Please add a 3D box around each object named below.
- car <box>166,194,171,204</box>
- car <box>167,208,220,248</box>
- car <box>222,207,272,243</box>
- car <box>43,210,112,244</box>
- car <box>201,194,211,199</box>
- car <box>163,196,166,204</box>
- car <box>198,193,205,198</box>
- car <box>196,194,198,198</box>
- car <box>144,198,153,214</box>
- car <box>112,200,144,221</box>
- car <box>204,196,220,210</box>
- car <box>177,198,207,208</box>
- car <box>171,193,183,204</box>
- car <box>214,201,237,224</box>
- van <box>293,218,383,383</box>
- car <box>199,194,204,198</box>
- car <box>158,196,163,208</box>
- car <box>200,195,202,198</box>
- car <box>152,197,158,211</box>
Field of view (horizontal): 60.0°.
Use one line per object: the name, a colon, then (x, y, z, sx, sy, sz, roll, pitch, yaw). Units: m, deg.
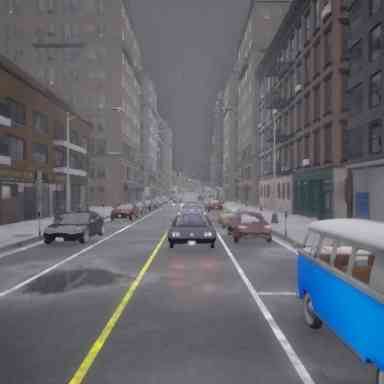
car: (-5.388, 1.430, 61.176, 1.967, 1.590, 4.097, 0, 0, 0)
car: (0.000, 1.614, 14.680, 1.895, 1.301, 4.718, 0, 0, 0)
car: (2.637, 1.578, 15.718, 1.802, 1.307, 4.206, 0, 0, 0)
car: (-5.388, 1.562, 15.717, 1.947, 1.339, 4.313, 0, 0, 0)
car: (2.637, 1.434, 44.130, 1.967, 1.590, 4.097, 0, 0, 0)
car: (-5.388, 1.432, 49.811, 1.967, 1.590, 4.097, 0, 0, 0)
car: (2.637, 1.305, 61.176, 2.192, 1.841, 5.009, 0, 0, 0)
car: (2.701, 1.299, 88.232, 2.192, 1.841, 5.009, 0, 0, 0)
car: (-5.388, 1.546, 32.764, 2.008, 1.369, 4.403, 0, 0, 0)
car: (-5.388, 1.540, 27.082, 1.887, 1.381, 4.507, 0, 0, 0)
car: (2.637, 1.539, 38.447, 1.887, 1.381, 4.507, 0, 0, 0)
car: (0.000, 1.559, 29.650, 2.033, 1.411, 5.357, 0, 0, 0)
car: (-2.750, 1.550, 65.650, 1.837, 1.490, 4.892, 0, 0, 0)
car: (2.637, 1.521, 21.570, 1.752, 1.417, 4.829, 0, 0, 0)
van: (2.637, 1.338, 4.353, 1.690, 1.788, 3.998, 0, 0, 0)
car: (2.638, 1.542, 55.494, 2.008, 1.369, 4.403, 0, 0, 0)
car: (-5.388, 1.559, 44.129, 1.947, 1.339, 4.313, 0, 0, 0)
car: (2.637, 1.537, 49.812, 1.887, 1.381, 4.507, 0, 0, 0)
car: (-5.388, 1.539, 38.447, 1.887, 1.381, 4.507, 0, 0, 0)
